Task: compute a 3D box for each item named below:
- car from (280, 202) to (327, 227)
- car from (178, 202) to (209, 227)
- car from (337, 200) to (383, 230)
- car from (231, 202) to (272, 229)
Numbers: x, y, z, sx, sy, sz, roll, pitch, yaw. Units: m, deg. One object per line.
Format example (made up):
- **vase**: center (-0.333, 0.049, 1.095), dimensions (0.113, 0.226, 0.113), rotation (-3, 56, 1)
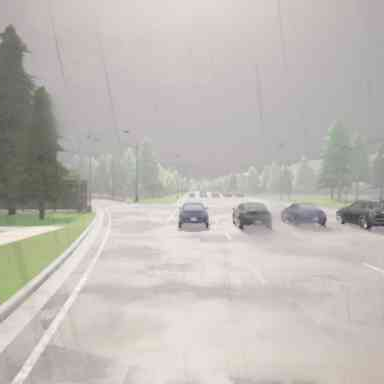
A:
- **car**: center (7.102, 1.399, 21.443), dimensions (1.812, 1.442, 4.674), rotation (0, 0, 0)
- **car**: center (0.103, 1.399, 21.475), dimensions (1.812, 1.442, 4.674), rotation (0, 0, 0)
- **car**: center (10.602, 1.233, 20.111), dimensions (2.097, 1.767, 4.553), rotation (0, 0, 0)
- **car**: center (3.603, 1.384, 20.491), dimensions (1.837, 1.490, 4.892), rotation (0, 0, 0)
